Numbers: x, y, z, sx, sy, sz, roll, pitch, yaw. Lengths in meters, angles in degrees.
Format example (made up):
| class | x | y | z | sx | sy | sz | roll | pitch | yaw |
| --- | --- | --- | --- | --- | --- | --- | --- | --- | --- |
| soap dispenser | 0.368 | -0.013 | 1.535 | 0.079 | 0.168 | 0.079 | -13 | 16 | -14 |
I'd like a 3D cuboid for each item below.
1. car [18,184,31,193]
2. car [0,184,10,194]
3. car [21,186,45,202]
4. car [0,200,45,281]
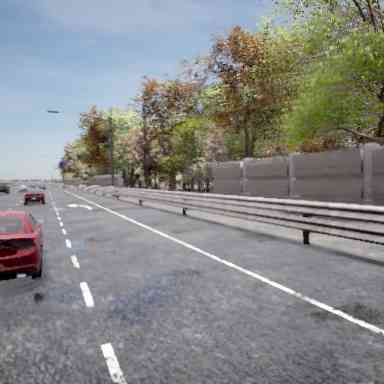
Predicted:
| class | x | y | z | sx | sy | sz | roll | pitch | yaw |
| --- | --- | --- | --- | --- | --- | --- | --- | --- | --- |
| car | -38.455 | -0.498 | 75.969 | 1.895 | 1.301 | 4.718 | -3 | 3 | -24 |
| car | -39.220 | -0.534 | 68.994 | 2.150 | 2.045 | 5.566 | -3 | 3 | -24 |
| car | -16.883 | 0.442 | 35.698 | 1.882 | 1.535 | 5.008 | -3 | 3 | -24 |
| car | -4.988 | 1.237 | 8.724 | 1.882 | 1.535 | 5.008 | -3 | 3 | -24 |
